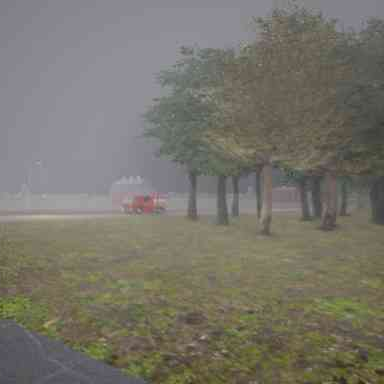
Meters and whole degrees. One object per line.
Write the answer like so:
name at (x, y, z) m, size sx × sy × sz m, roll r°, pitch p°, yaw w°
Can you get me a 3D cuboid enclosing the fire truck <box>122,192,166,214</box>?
fire truck at (-8.573, 2.042, 60.660) m, size 2.891 × 3.827 × 8.468 m, roll -1°, pitch -2°, yaw 39°
